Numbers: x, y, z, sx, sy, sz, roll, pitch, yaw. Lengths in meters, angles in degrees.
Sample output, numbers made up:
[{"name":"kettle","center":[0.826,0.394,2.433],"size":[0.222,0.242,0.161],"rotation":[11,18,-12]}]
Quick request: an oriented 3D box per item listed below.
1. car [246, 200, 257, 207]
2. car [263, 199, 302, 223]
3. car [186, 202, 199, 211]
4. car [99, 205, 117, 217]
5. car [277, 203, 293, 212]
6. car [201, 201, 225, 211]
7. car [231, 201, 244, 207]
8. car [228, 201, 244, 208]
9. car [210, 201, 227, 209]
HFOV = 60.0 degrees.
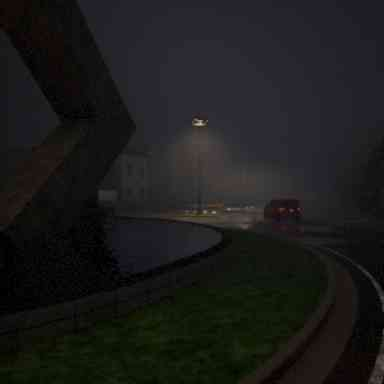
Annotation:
[{"name":"car","center":[14.734,2.814,82.005],"size":[1.812,1.442,4.674],"rotation":[-1,-1,23]},{"name":"car","center":[8.228,1.692,30.580],"size":[2.150,2.045,5.566],"rotation":[-1,-1,-3]},{"name":"car","center":[0.635,2.499,58.317],"size":[1.812,1.442,4.674],"rotation":[-1,-1,25]},{"name":"car","center":[-10.861,2.175,37.145],"size":[4.902,1.511,2.128],"rotation":[0,-1,-34]},{"name":"car","center":[14.766,2.402,52.612],"size":[1.895,1.301,4.718],"rotation":[-1,-1,23]},{"name":"car","center":[3.820,2.410,56.884],"size":[1.882,1.535,5.008],"rotation":[-1,-1,25]},{"name":"car","center":[11.471,2.925,83.274],"size":[1.895,1.301,4.718],"rotation":[-1,-1,23]},{"name":"car","center":[8.827,2.648,68.272],"size":[1.994,1.385,4.181],"rotation":[-1,-1,23]},{"name":"car","center":[5.520,2.657,69.438],"size":[2.128,1.511,4.902],"rotation":[-1,-1,23]}]
